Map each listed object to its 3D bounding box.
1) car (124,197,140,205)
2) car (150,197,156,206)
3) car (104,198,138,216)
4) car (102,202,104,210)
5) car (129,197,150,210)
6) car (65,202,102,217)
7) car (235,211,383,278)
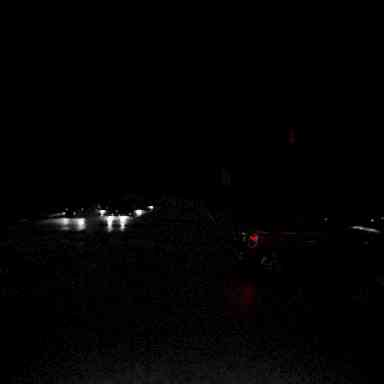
[{"bbox_3d":[-10.530,1.541,58.748,1.994,1.385,4.181,0,1,1],"label":"car"},{"bbox_3d":[-7.046,1.560,55.435,2.033,1.411,5.357,0,1,1],"label":"car"},{"bbox_3d":[-7.099,1.626,33.508,1.994,1.385,4.181,0,0,0],"label":"car"},{"bbox_3d":[-10.600,1.618,44.186,2.033,1.411,5.357,0,0,0],"label":"car"},{"bbox_3d":[-7.096,1.637,43.050,1.994,1.385,4.181,0,0,0],"label":"car"},{"bbox_3d":[-10.615,1.660,32.298,1.895,1.301,4.718,0,0,0],"label":"car"},{"bbox_3d":[3.628,1.371,9.765,4.553,1.767,2.097,0,0,-3],"label":"car"}]
